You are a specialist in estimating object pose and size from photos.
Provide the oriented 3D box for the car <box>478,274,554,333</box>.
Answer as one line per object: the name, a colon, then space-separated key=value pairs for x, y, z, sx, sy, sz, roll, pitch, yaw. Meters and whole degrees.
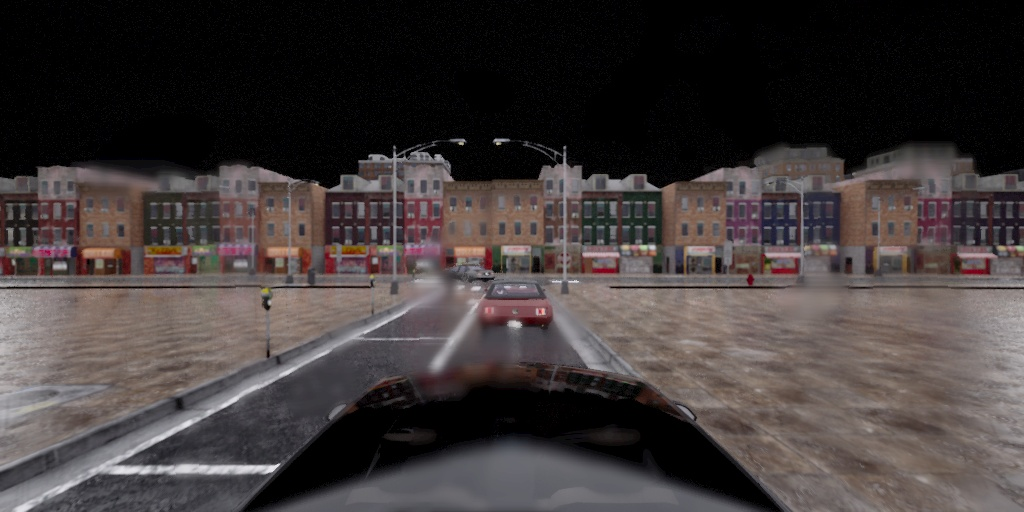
car: x=0.091 y=1.385 z=10.911 sx=1.895 sy=1.301 sz=4.718 roll=0 pitch=0 yaw=0

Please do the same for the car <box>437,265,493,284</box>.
car: x=-3.745 y=1.392 z=28.598 sx=5.357 sy=1.411 sz=2.033 roll=0 pitch=0 yaw=44
